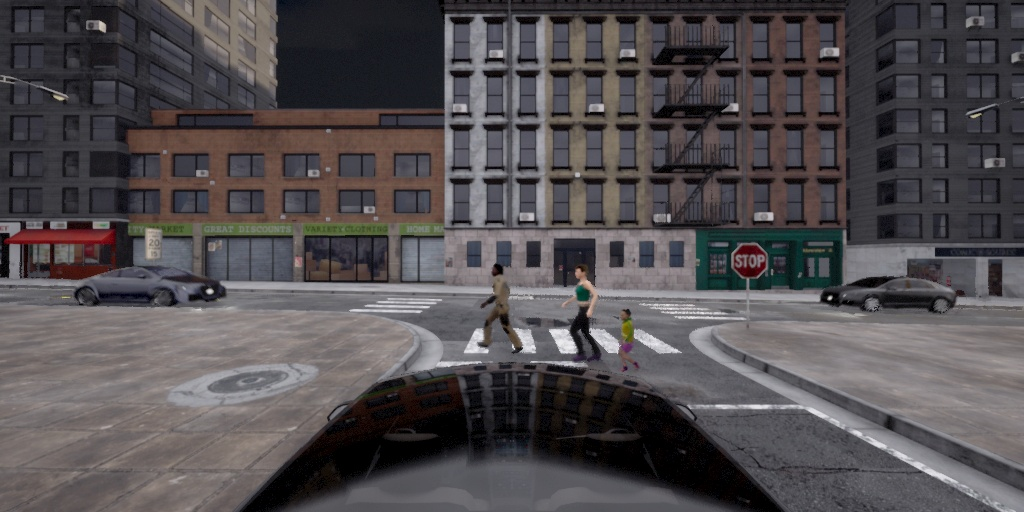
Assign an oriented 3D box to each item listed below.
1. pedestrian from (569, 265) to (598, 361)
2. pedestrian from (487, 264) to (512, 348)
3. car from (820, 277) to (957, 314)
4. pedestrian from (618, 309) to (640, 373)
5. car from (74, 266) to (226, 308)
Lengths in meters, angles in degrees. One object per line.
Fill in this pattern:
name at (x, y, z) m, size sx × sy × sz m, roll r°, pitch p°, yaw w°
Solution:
pedestrian at (1.338, 1.044, 6.737) m, size 0.375 × 1.860 × 0.375 m, roll 0°, pitch 0°, yaw 0°
pedestrian at (-0.251, 1.044, 7.336) m, size 0.375 × 1.860 × 0.375 m, roll 0°, pitch 0°, yaw 0°
car at (16.511, 1.671, 15.868) m, size 4.892 × 1.490 × 1.837 m, roll 1°, pitch 0°, yaw 0°
pedestrian at (2.023, 1.424, 6.135) m, size 0.500 × 1.100 × 0.500 m, roll 0°, pitch 0°, yaw 0°
car at (-12.981, 1.077, 13.044) m, size 4.181 × 1.385 × 1.994 m, roll 1°, pitch 0°, yaw 0°
